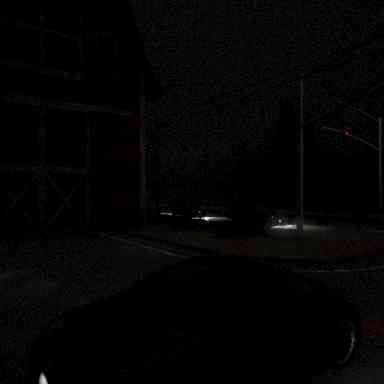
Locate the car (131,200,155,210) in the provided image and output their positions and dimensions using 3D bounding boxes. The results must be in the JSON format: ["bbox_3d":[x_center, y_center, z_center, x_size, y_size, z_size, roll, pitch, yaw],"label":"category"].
[{"bbox_3d":[-7.439,1.888,50.651,1.994,1.385,4.181,0,0,-34],"label":"car"}]

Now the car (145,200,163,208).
[{"bbox_3d":[-5.352,1.869,41.081,1.895,1.301,4.718,0,0,-34],"label":"car"}]

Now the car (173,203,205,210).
[{"bbox_3d":[-0.365,1.787,33.819,1.994,1.385,4.181,0,0,-34],"label":"car"}]

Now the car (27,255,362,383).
[{"bbox_3d":[0.269,1.572,4.188,4.181,1.385,1.994,0,0,-36],"label":"car"}]

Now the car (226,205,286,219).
[{"bbox_3d":[4.857,1.722,26.208,2.033,1.411,5.357,0,0,-34],"label":"car"}]
